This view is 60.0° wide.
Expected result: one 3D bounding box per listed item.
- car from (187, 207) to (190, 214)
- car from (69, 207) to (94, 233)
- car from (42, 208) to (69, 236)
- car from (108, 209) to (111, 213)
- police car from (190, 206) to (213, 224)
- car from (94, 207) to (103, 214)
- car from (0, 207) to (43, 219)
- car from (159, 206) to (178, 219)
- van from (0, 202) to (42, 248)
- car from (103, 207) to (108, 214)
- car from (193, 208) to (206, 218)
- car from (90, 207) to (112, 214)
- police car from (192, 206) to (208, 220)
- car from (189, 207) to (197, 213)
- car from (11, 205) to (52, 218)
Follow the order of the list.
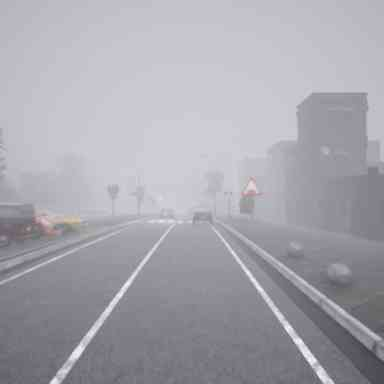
[{"bbox_3d":[0.138,3.692,68.980,2.097,1.767,4.553,0,-3,0],"label":"car"},{"bbox_3d":[-9.370,1.830,21.200,5.366,1.575,1.946,0,-2,0],"label":"car"},{"bbox_3d":[-9.573,1.623,18.286,4.553,1.767,2.185,0,-2,0],"label":"car"},{"bbox_3d":[-21.794,4.239,76.588,5.008,1.535,2.097,0,-3,0],"label":"car"},{"bbox_3d":[0.995,2.195,32.575,1.930,1.638,5.238,0,-2,0],"label":"police car"},{"bbox_3d":[-21.813,3.977,70.044,4.674,1.452,2.002,0,-3,0],"label":"car"},{"bbox_3d":[-21.890,2.708,42.567,4.674,1.452,2.002,0,-3,0],"label":"car"},{"bbox_3d":[-3.286,2.784,44.022,2.128,1.511,4.902,0,-3,0],"label":"car"},{"bbox_3d":[-9.644,1.447,15.251,4.442,1.987,1.878,0,-1,0],"label":"van"},{"bbox_3d":[-21.797,4.089,73.318,4.892,1.521,2.231,0,-3,0],"label":"car"},{"bbox_3d":[1.042,3.024,48.458,1.812,1.442,4.674,0,-3,0],"label":"car"},{"bbox_3d":[-21.773,4.425,79.731,4.674,1.452,2.002,0,-3,0],"label":"car"},{"bbox_3d":[1.021,2.651,42.574,1.930,1.638,5.238,0,-3,0],"label":"police car"},{"bbox_3d":[0.191,4.552,84.000,2.033,1.411,5.357,0,-3,0],"label":"car"},{"bbox_3d":[-21.949,2.687,45.742,4.553,1.767,2.185,0,-3,0],"label":"car"}]
